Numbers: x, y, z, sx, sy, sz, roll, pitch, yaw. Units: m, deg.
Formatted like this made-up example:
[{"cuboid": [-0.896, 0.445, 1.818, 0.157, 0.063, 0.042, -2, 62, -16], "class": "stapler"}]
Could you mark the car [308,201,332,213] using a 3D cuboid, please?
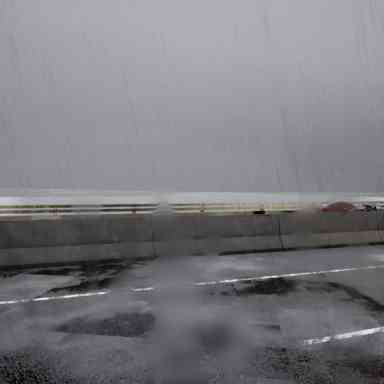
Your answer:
[{"cuboid": [12.471, 1.530, 29.114, 4.674, 1.442, 1.812, 0, 0, -19], "class": "car"}]

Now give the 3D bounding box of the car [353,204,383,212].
[{"cuboid": [13.266, 1.569, 21.989, 4.181, 1.385, 1.994, 0, 0, -19], "class": "car"}]

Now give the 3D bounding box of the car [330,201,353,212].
[{"cuboid": [13.469, 1.606, 25.758, 4.718, 1.301, 1.895, 0, 0, -19], "class": "car"}]
